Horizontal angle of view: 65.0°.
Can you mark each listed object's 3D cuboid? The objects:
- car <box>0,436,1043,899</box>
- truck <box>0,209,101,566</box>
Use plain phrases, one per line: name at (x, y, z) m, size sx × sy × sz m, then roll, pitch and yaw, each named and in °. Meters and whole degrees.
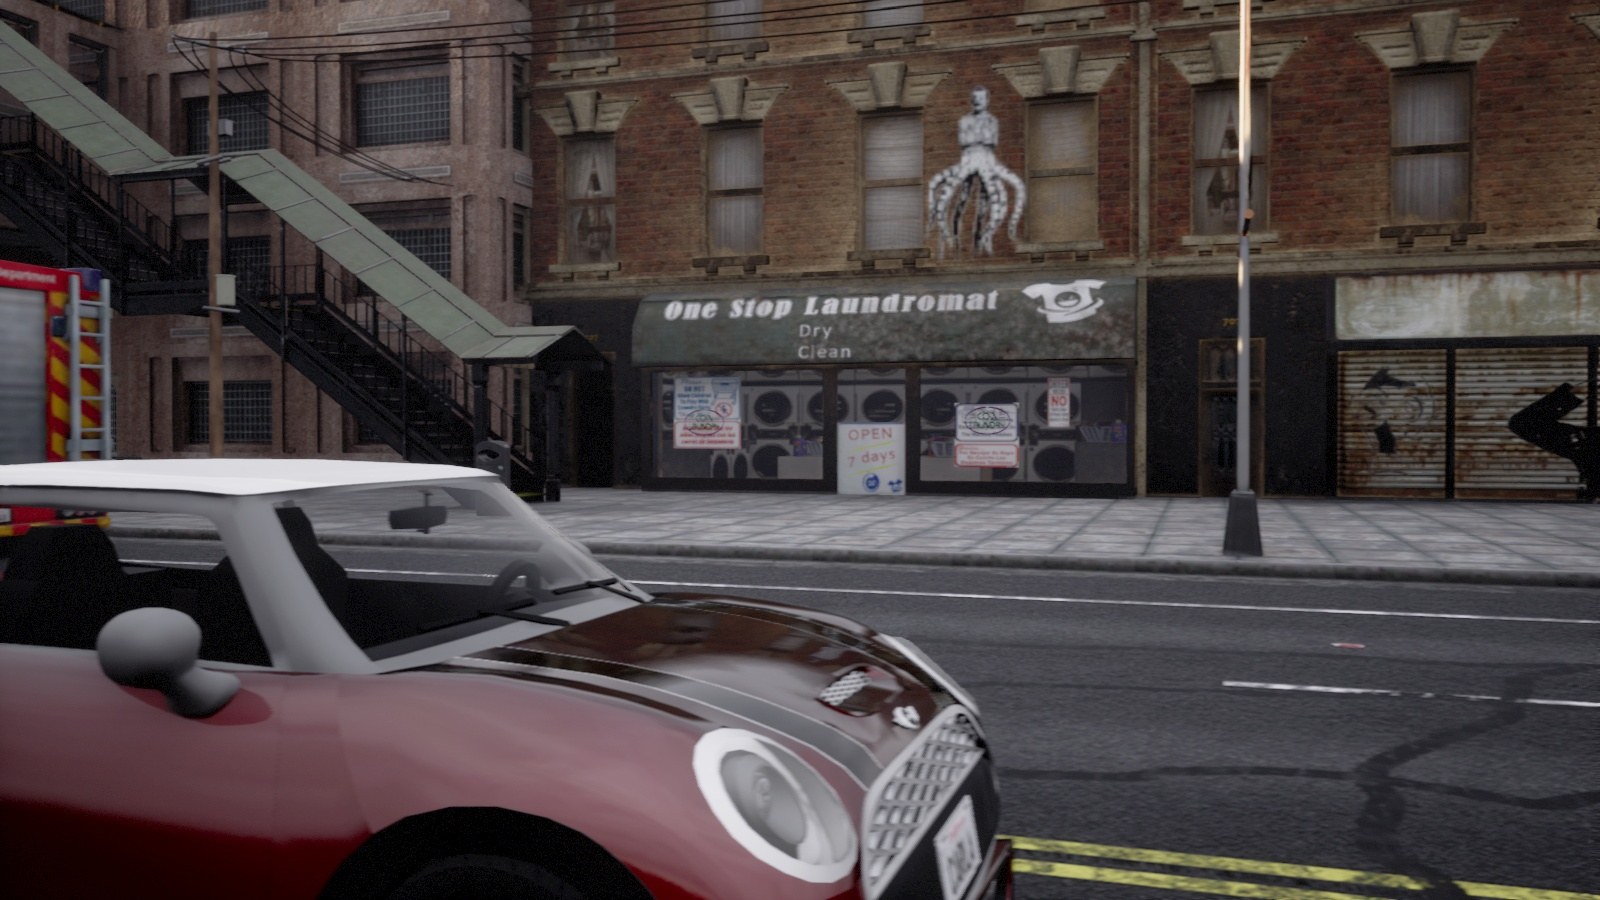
car at (-1.362, 0.715, 3.627) m, size 3.806 × 1.475 × 1.970 m, roll 1°, pitch 1°, yaw 19°
truck at (-12.653, -0.727, 14.617) m, size 8.468 × 3.827 × 2.891 m, roll 1°, pitch 1°, yaw 18°
